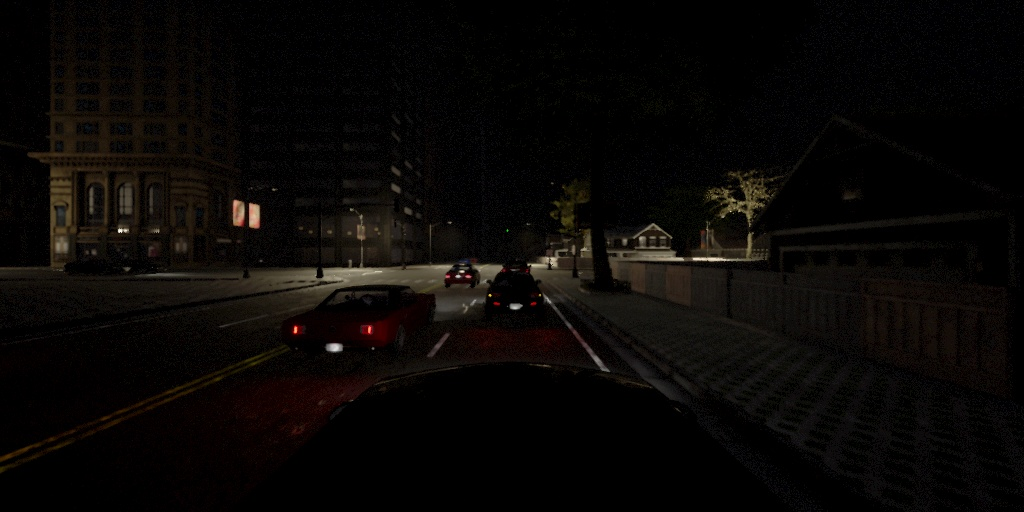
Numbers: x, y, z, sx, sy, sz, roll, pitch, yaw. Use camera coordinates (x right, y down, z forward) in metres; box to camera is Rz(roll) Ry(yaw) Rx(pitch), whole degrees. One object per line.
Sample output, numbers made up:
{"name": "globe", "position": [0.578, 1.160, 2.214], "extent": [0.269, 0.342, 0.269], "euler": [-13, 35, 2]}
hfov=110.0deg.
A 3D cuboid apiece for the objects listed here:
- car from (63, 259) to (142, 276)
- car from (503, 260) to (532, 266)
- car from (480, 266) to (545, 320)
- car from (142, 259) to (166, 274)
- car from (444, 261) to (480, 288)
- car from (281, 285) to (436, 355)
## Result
{"name": "car", "position": [-37.712, 1.040, 32.782], "extent": [4.902, 1.511, 2.128], "euler": [0, 0, -2]}
{"name": "car", "position": [0.372, 1.038, 25.737], "extent": [2.097, 1.767, 4.553], "euler": [0, 0, 3]}
{"name": "car", "position": [0.074, 1.247, 12.371], "extent": [1.812, 1.442, 4.674], "euler": [0, 0, 0]}
{"name": "car", "position": [-37.760, 1.054, 36.037], "extent": [4.892, 1.490, 1.837], "euler": [0, 0, -2]}
{"name": "car", "position": [-3.157, 1.239, 23.440], "extent": [2.033, 1.411, 5.357], "euler": [0, 0, 0]}
{"name": "car", "position": [-3.153, 1.332, 8.596], "extent": [1.895, 1.301, 4.718], "euler": [0, 0, 0]}
